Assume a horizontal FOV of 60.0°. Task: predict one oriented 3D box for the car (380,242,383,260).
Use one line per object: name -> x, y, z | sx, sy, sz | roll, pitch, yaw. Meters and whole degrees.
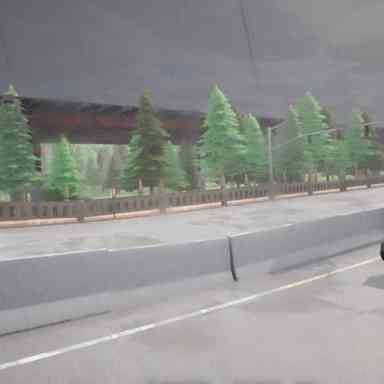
car -> 7.011, 1.332, 8.788 | 4.718, 1.301, 1.895 | -3, 2, -36
